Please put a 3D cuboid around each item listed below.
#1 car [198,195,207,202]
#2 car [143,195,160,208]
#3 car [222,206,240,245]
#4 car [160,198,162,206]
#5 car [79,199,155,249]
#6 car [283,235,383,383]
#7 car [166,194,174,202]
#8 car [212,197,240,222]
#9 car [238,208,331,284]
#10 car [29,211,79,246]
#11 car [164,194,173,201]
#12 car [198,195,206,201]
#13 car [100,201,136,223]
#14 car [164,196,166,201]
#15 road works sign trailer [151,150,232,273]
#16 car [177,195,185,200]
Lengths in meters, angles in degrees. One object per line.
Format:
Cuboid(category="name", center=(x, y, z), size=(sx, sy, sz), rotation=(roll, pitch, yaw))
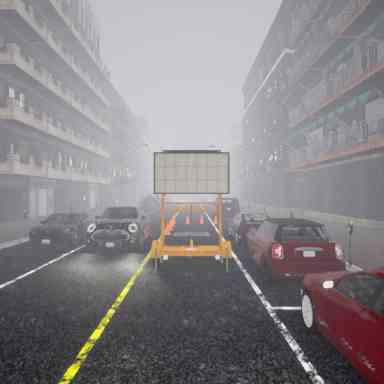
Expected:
Cuboid(category="car", center=(2.594, 1.503, 77.356), size=(1.752, 1.417, 4.829), rotation=(0, 0, 0))
Cuboid(category="car", center=(-5.744, 1.432, 43.361), size=(1.967, 1.590, 4.097), rotation=(0, 0, 0))
Cuboid(category="car", center=(2.673, 1.550, 15.185), size=(2.008, 1.369, 4.403), rotation=(0, 0, 0))
Cuboid(category="car", center=(-5.750, 1.305, 48.997), size=(2.192, 1.841, 5.009), rotation=(0, 0, 0))
Cuboid(category="car", center=(-3.018, 1.352, 14.456), size=(2.097, 1.767, 4.553), rotation=(0, 0, 0))
Cuboid(category="car", center=(2.687, 1.545, 3.912), size=(1.887, 1.381, 4.507), rotation=(0, 0, 0))
Cuboid(category="car", center=(-5.785, 1.292, 77.179), size=(2.192, 1.841, 5.009), rotation=(0, 0, 0))
Cuboid(category="car", center=(2.660, 1.312, 26.458), size=(2.192, 1.841, 5.009), rotation=(0, 0, 0))
Cuboid(category="car", center=(2.680, 1.440, 9.549), size=(1.967, 1.590, 4.097), rotation=(0, 0, 0))
Cuboid(category="car", center=(-5.708, 1.565, 15.177), size=(1.947, 1.339, 4.313), rotation=(0, 0, 0))
Cuboid(category="car", center=(-5.794, 1.414, 82.814), size=(1.967, 1.590, 4.097), rotation=(0, 0, 0))
Cuboid(category="car", center=(2.580, 1.516, 88.458), size=(1.887, 1.381, 4.507), rotation=(0, 0, 0))
Cuboid(category="car", center=(-5.722, 1.523, 26.280), size=(1.752, 1.417, 4.829), rotation=(0, 0, 0))
Cuboid(category="car", center=(-5.759, 1.570, 54.634), size=(1.802, 1.307, 4.206), rotation=(0, 0, 0))
Cuboid(category="road works sign trailer", center=(-0.013, 0.464, 10.678), size=(2.380, 3.560, 2.880), rotation=(0, 0, 0))
Cuboid(category="car", center=(-3.114, 1.489, 90.675), size=(1.837, 1.490, 4.892), rotation=(0, 0, 0))
